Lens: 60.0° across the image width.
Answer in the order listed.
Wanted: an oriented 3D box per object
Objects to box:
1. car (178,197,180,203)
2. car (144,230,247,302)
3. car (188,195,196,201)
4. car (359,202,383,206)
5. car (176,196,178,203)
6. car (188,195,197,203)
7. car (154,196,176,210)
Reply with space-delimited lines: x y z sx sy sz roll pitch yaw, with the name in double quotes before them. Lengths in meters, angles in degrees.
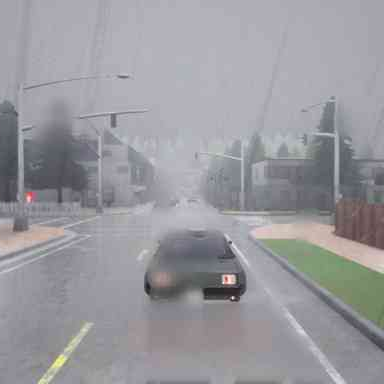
"car" -3.494 1.492 66.820 2.128 1.511 4.902 0 0 1
"car" 0.072 1.601 8.219 1.895 1.301 4.718 0 0 0
"car" 0.039 1.478 81.486 1.882 1.535 5.008 0 0 0
"car" 15.313 1.582 29.278 4.718 1.301 1.895 0 0 -8
"car" -3.569 1.526 52.240 1.812 1.442 4.674 0 0 0
"car" 0.037 1.595 71.450 1.895 1.301 4.718 0 0 0
"car" -3.578 1.352 42.005 2.097 1.767 4.553 0 0 0
